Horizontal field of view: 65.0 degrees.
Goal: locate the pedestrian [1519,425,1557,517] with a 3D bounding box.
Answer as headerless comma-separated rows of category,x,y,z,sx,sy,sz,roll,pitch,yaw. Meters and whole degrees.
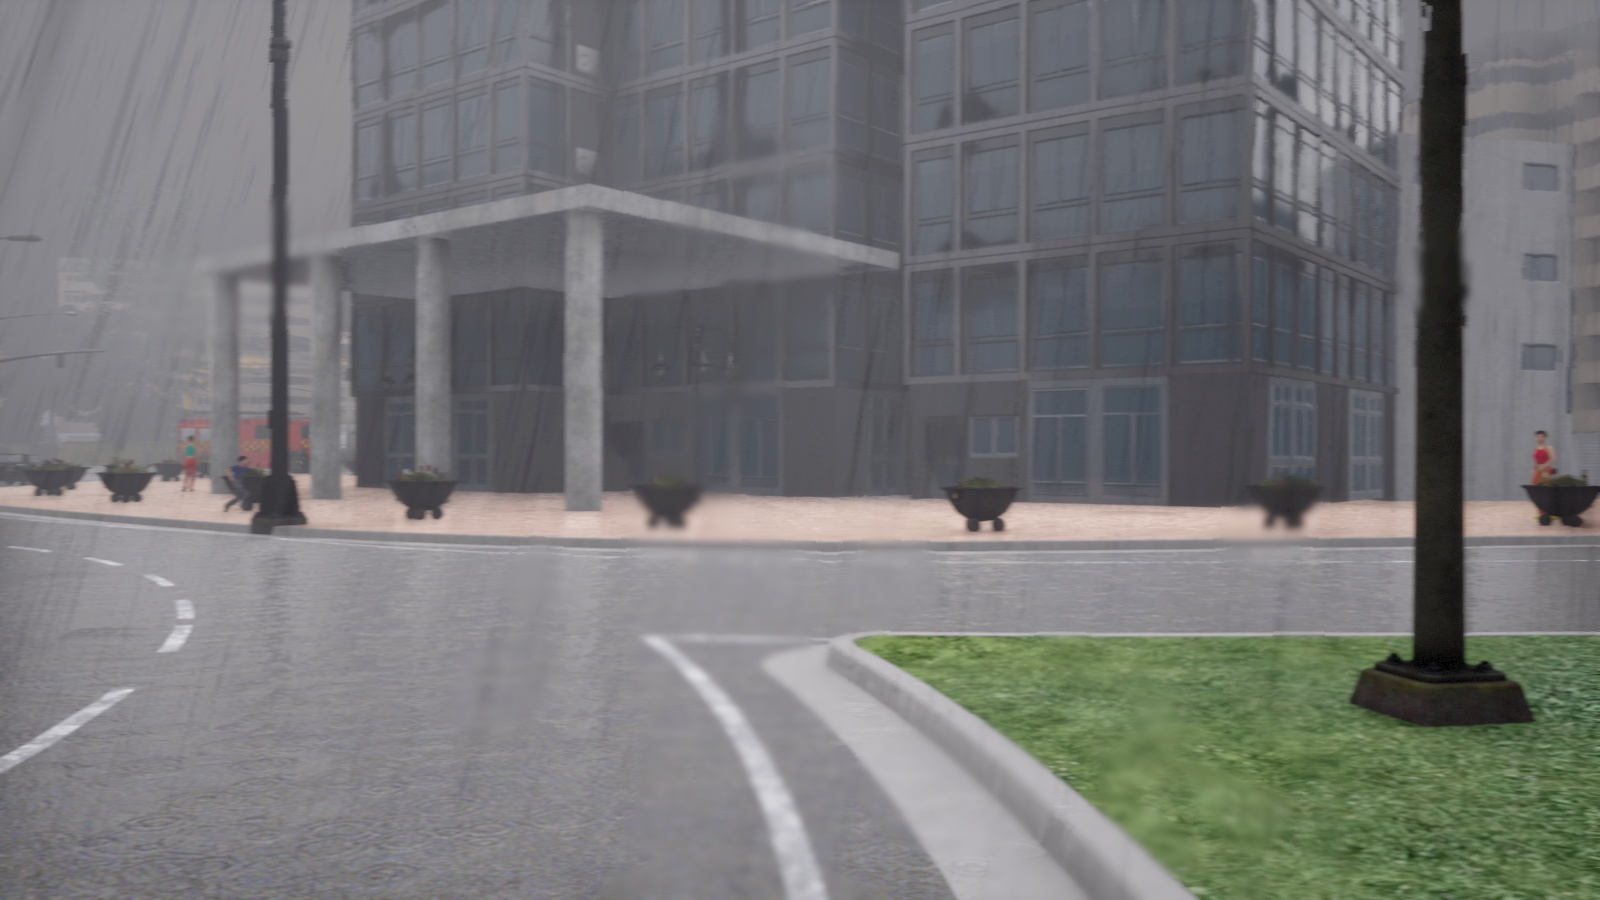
pedestrian,14.845,0.416,25.257,0.594,1.836,0.345,0,0,-16

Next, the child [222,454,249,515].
child,-11.861,0.717,26.389,0.437,1.263,0.270,0,0,0

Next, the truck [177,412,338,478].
truck,-32.582,-0.276,75.771,8.468,3.827,2.891,0,0,-12

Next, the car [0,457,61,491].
car,-31.871,0.928,50.895,1.895,1.301,4.718,0,0,-11

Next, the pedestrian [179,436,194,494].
pedestrian,-19.645,0.481,40.229,0.345,1.836,0.594,0,0,-18
